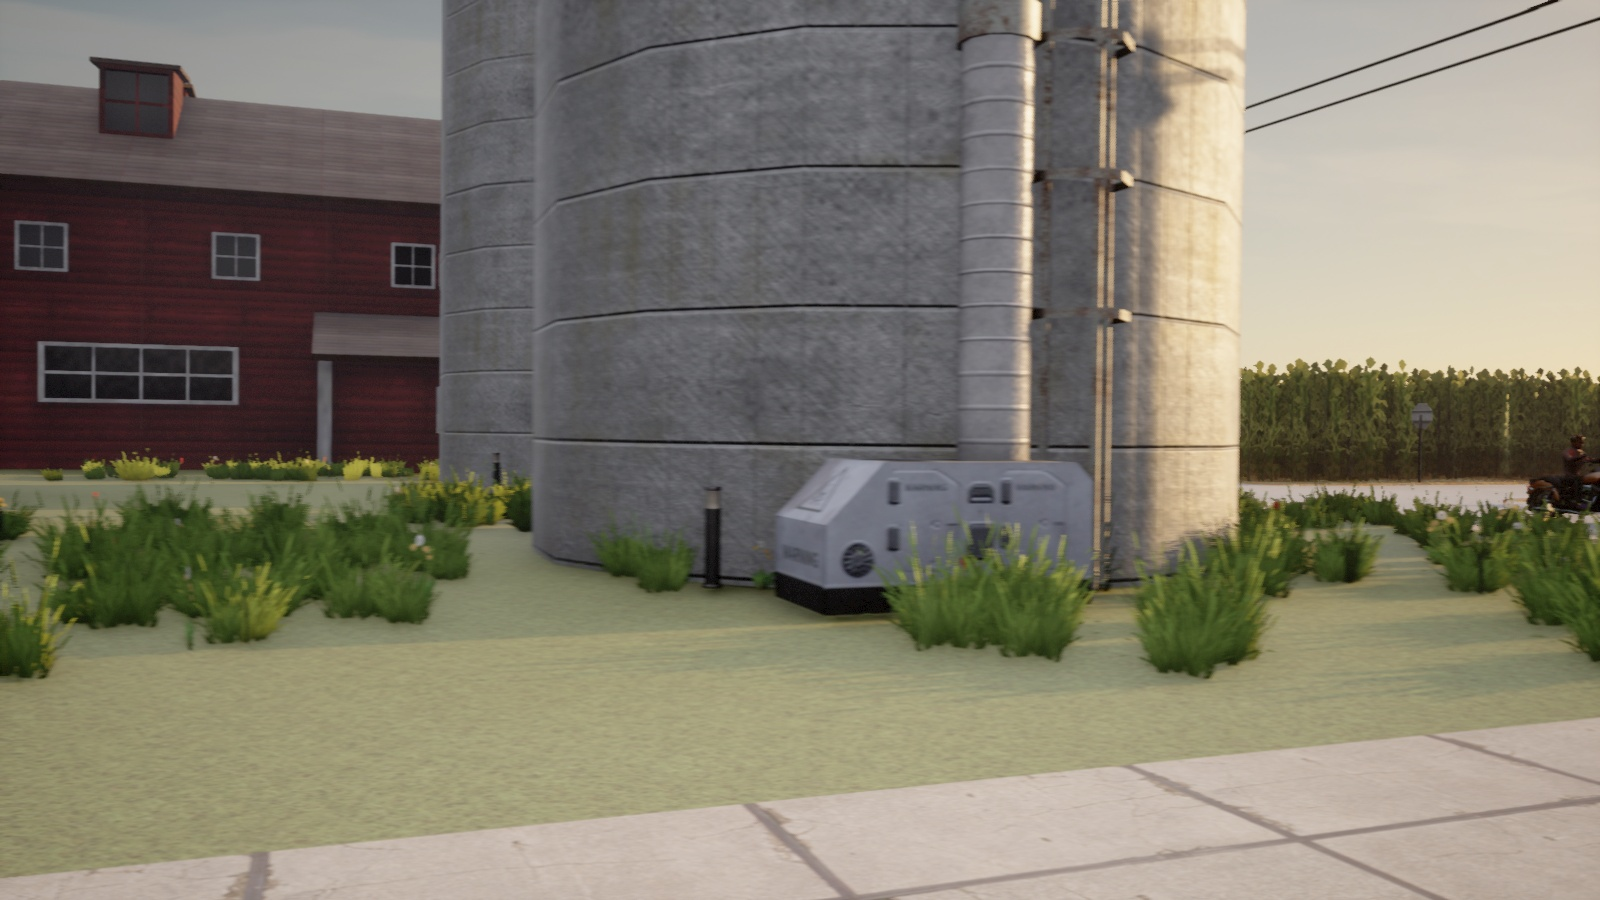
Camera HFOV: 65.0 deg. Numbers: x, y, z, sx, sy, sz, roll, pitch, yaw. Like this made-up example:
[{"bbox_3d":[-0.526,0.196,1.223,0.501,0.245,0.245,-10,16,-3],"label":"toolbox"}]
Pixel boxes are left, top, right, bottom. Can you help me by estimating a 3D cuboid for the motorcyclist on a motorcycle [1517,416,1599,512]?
[{"bbox_3d":[14.042,0.233,22.312,0.766,1.649,2.350,-1,1,-19],"label":"motorcyclist on a motorcycle"}]
